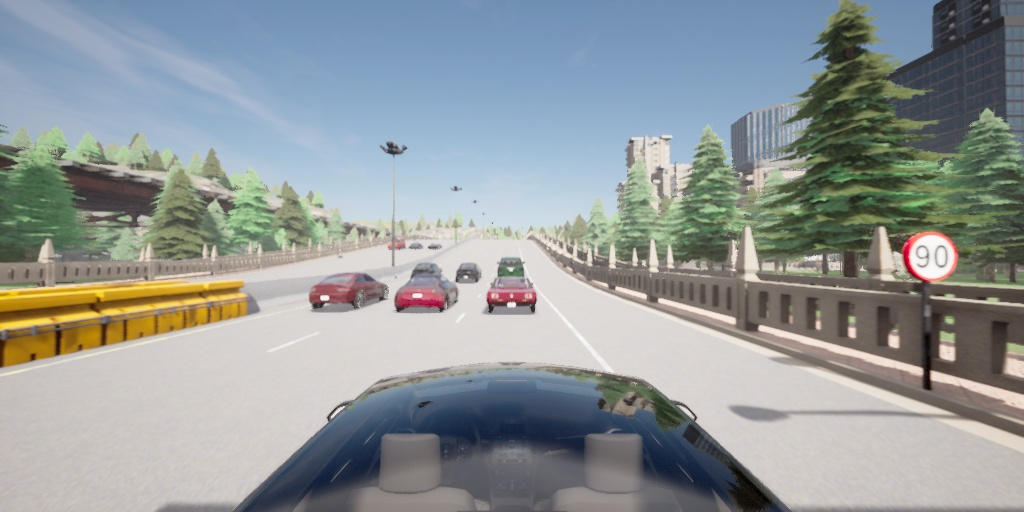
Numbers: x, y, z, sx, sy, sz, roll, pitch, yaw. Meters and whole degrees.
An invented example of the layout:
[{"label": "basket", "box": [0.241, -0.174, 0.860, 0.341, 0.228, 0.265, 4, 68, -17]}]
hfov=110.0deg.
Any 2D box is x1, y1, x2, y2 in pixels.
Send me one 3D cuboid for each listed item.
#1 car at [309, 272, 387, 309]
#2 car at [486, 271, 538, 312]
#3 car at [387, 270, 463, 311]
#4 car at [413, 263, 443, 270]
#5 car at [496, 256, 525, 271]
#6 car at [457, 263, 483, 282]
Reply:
[{"label": "car", "box": [-6.999, 1.428, 15.727, 1.812, 1.442, 4.674, 0, 0, 0]}, {"label": "car", "box": [-0.003, 1.497, 15.091, 1.895, 1.301, 4.718, 0, -1, 0]}, {"label": "car", "box": [-3.500, 1.463, 15.316, 1.994, 1.385, 4.181, 0, -1, 0]}, {"label": "car", "box": [-7.090, 1.288, 30.215, 1.837, 1.490, 4.892, 0, 3, 0]}, {"label": "car", "box": [-0.093, 1.035, 29.338, 2.150, 2.045, 5.566, 0, 2, 0]}, {"label": "car", "box": [-3.590, 1.288, 30.235, 1.837, 1.490, 4.892, 0, 3, 0]}]
